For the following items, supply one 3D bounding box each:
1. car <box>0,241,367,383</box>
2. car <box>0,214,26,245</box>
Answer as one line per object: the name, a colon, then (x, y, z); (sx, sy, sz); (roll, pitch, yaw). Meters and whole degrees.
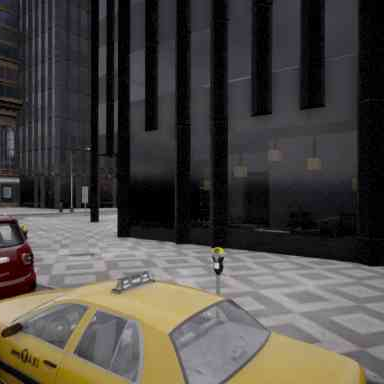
car: (-0.803, 1.525, 3.524); (4.829, 1.417, 1.752); (0, 0, 35)
car: (-5.097, 1.314, 6.552); (5.009, 1.841, 2.192); (0, 0, 35)
